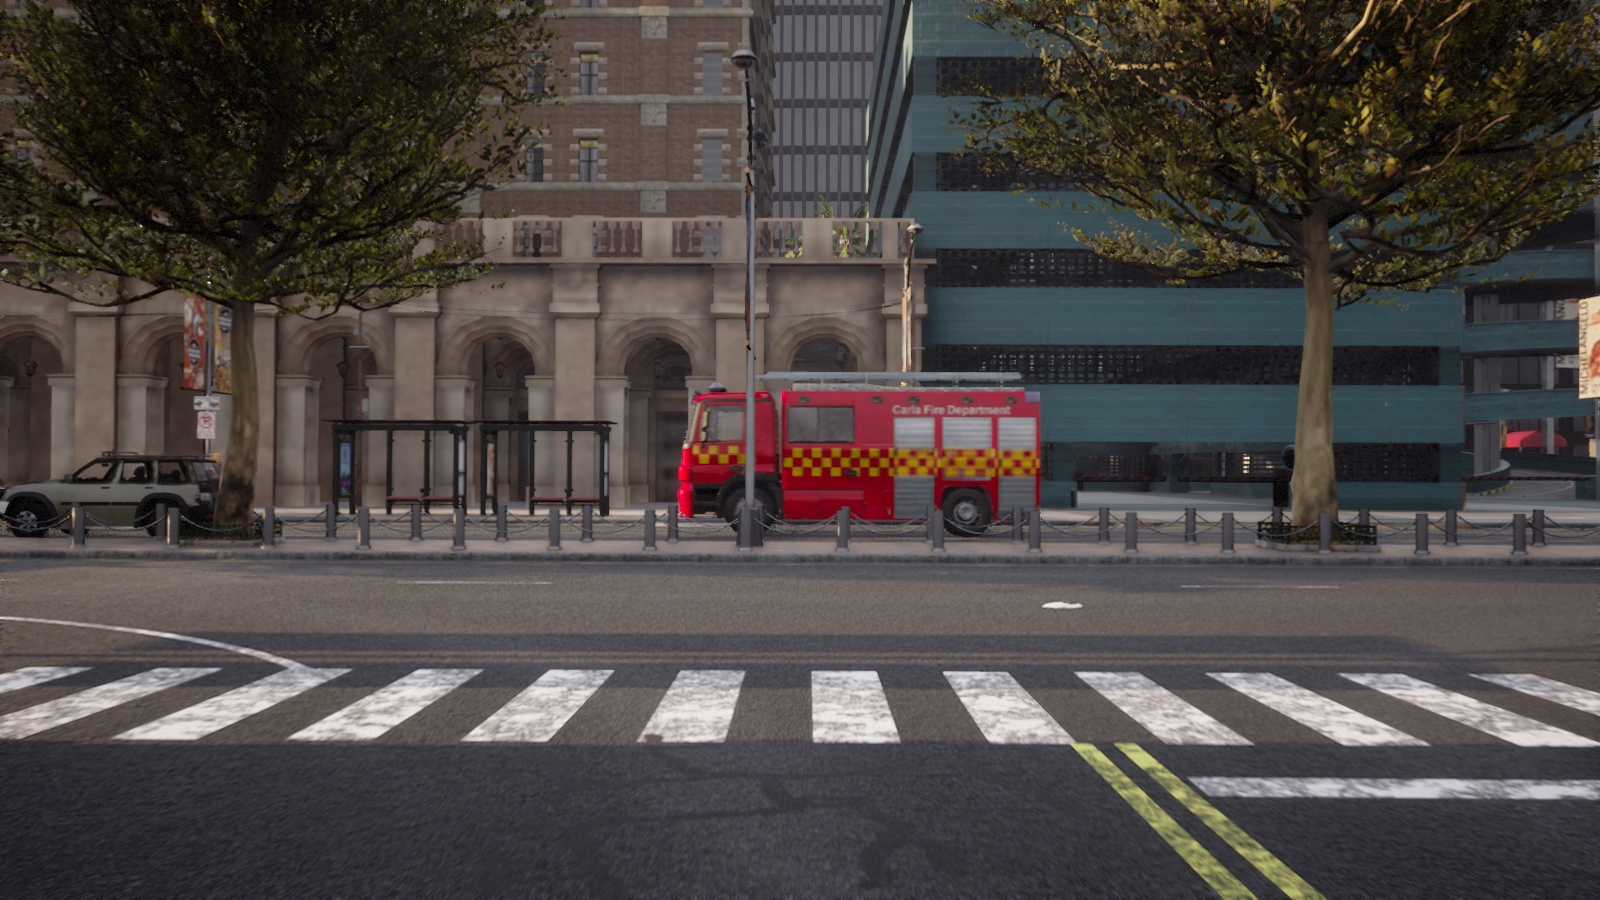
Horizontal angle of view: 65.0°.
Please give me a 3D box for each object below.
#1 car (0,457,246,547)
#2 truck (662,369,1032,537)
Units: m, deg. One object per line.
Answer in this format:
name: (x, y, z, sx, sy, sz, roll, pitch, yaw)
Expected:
car: (-14.636, 1.092, 26.992, 4.605, 1.855, 1.932, 0, -1, 1)
truck: (1.100, 0.096, 30.266, 8.468, 3.827, 2.891, 0, -1, 2)
